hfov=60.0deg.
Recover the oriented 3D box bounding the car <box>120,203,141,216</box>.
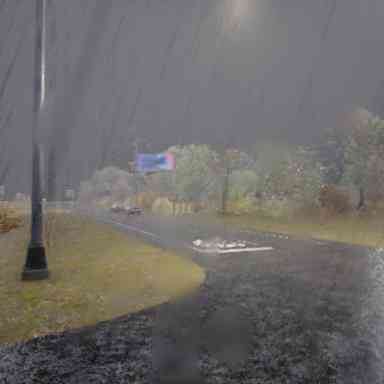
[{"bbox_3d":[-8.915,2.718,49.239,1.837,1.490,4.892,1,-2,-23],"label":"car"}]

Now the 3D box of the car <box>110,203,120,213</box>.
[{"bbox_3d":[-13.018,2.793,58.588,2.097,1.767,4.553,1,-2,-24],"label":"car"}]
